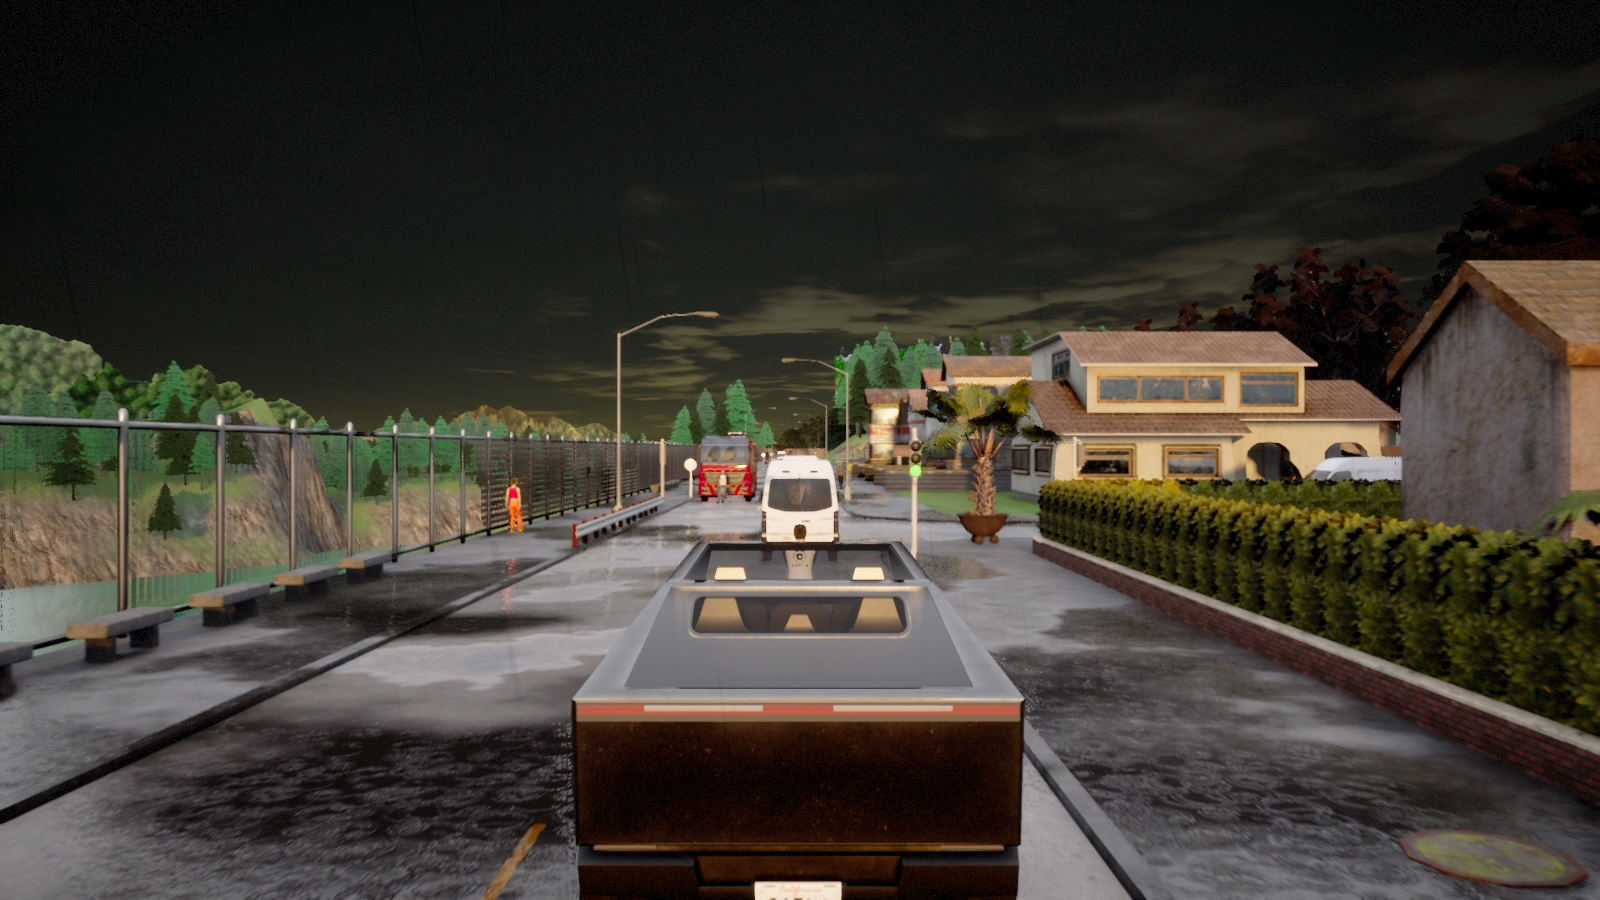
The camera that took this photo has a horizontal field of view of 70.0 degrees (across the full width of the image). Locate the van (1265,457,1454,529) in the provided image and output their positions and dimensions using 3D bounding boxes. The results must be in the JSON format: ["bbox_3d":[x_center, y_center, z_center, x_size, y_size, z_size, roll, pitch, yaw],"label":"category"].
[{"bbox_3d":[20.336,1.537,41.678,5.915,2.561,1.988,0,0,0],"label":"van"}]

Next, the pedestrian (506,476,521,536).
[{"bbox_3d":[-8.994,1.747,35.889,0.375,1.860,0.375,0,0,2],"label":"pedestrian"}]

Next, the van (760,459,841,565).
[{"bbox_3d":[0.005,1.537,31.033,1.988,2.561,5.915,0,0,0],"label":"van"}]

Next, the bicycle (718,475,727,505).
[{"bbox_3d":[-3.992,2.060,59.048,0.373,1.496,1.643,0,0,0],"label":"bicycle"}]

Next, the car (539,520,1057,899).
[{"bbox_3d":[-0.004,1.754,8.406,2.390,2.098,6.274,0,0,0],"label":"car"}]

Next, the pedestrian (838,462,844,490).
[{"bbox_3d":[2.730,1.750,76.256,0.375,1.860,0.375,0,0,3],"label":"pedestrian"}]

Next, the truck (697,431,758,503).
[{"bbox_3d":[-3.993,0.895,64.335,2.891,3.827,8.468,0,0,0],"label":"truck"}]
